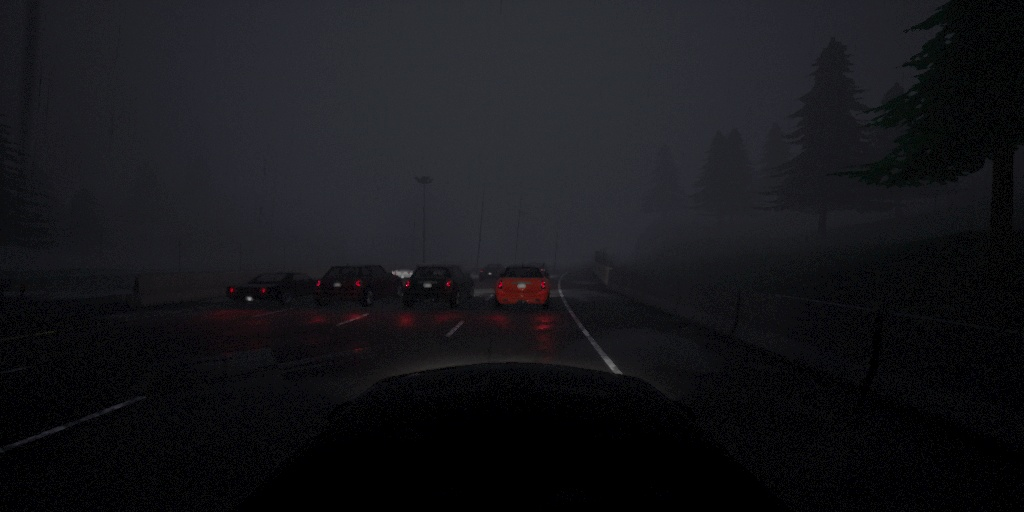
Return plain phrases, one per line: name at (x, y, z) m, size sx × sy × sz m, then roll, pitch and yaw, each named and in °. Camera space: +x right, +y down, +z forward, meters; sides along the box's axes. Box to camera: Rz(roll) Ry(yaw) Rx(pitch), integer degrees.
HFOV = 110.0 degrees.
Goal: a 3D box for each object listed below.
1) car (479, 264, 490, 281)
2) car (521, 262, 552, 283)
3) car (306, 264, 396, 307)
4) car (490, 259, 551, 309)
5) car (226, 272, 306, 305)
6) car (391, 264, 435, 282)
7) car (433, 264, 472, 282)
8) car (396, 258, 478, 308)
car at (-1.392, 1.322, 29.472) m, size 1.994 × 1.385 × 4.181 m, roll 0°, pitch 0°, yaw 9°
car at (2.069, 1.245, 28.947) m, size 2.128 × 1.511 × 4.902 m, roll 0°, pitch 0°, yaw 9°
car at (-6.467, 1.116, 15.721) m, size 2.097 × 1.767 × 4.553 m, roll 0°, pitch 0°, yaw 4°
car at (0.513, 1.116, 15.196) m, size 2.097 × 1.767 × 4.553 m, roll 0°, pitch 0°, yaw 4°
car at (-9.953, 1.366, 16.043) m, size 1.895 × 1.301 × 4.718 m, roll 0°, pitch 0°, yaw 4°
car at (-8.308, 1.366, 30.551) m, size 1.895 × 1.301 × 4.718 m, roll 0°, pitch 0°, yaw 9°
car at (-4.848, 1.366, 30.026) m, size 1.895 × 1.301 × 4.718 m, roll 0°, pitch 0°, yaw 9°
car at (-2.977, 1.116, 15.459) m, size 2.097 × 1.767 × 4.553 m, roll 0°, pitch 0°, yaw 4°
